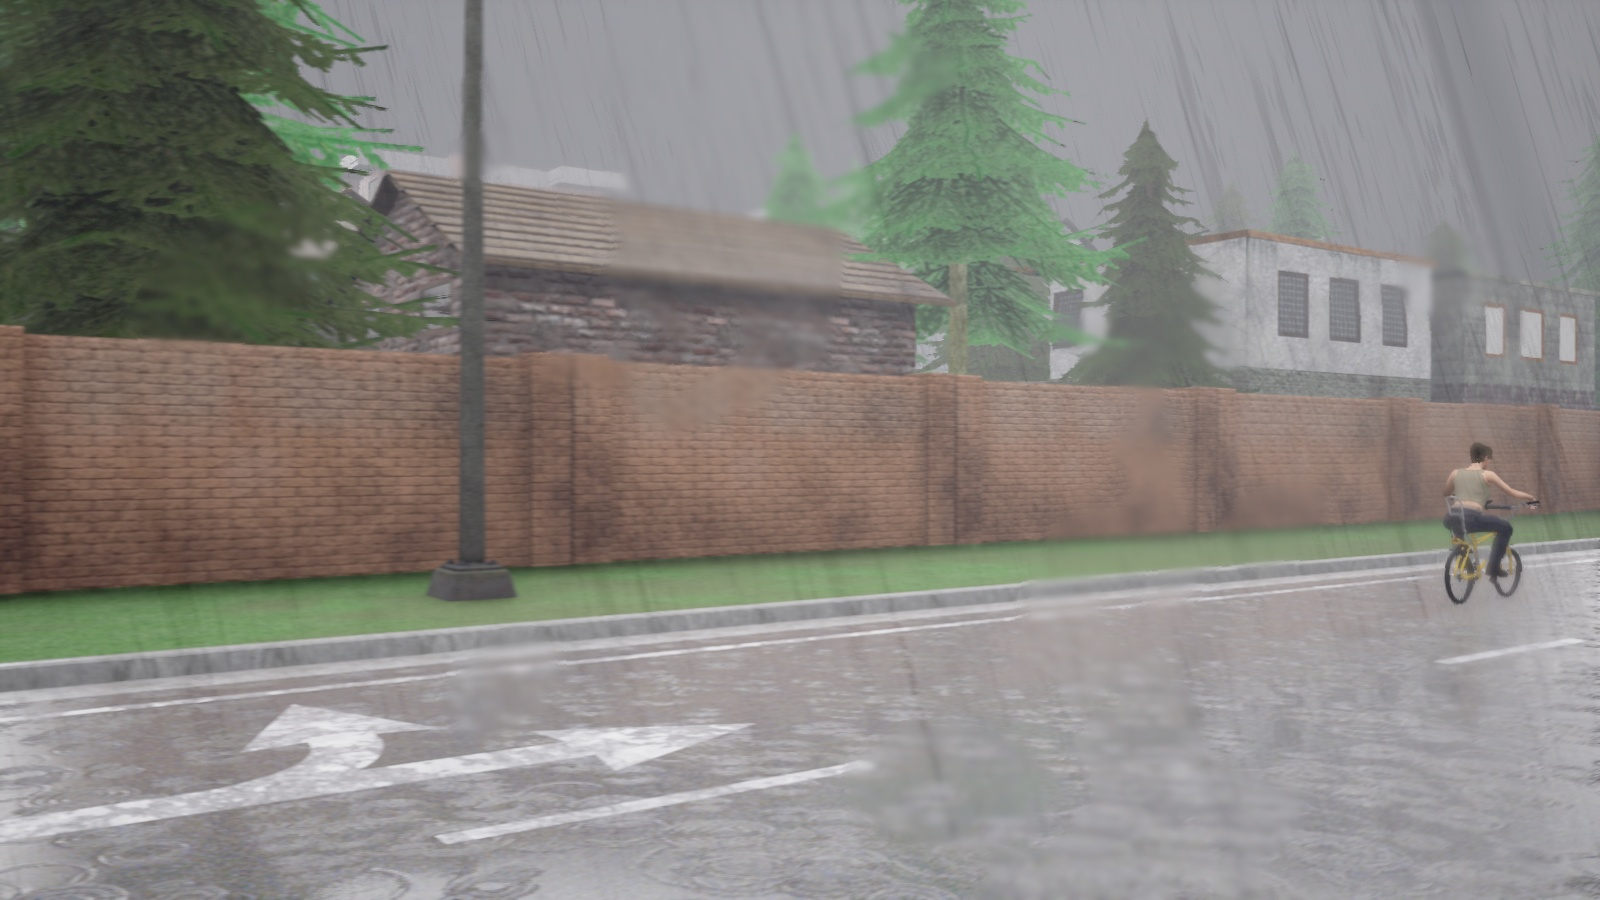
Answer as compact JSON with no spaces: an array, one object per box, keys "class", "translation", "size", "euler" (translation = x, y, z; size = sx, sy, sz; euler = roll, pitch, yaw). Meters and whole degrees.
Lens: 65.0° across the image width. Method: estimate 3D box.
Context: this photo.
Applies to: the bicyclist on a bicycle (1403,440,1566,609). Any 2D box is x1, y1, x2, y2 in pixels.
[{"class":"bicyclist on a bicycle","translation":[6.966,0.712,12.777],"size":[1.509,1.612,0.866],"euler":[0,0,-35]}]
